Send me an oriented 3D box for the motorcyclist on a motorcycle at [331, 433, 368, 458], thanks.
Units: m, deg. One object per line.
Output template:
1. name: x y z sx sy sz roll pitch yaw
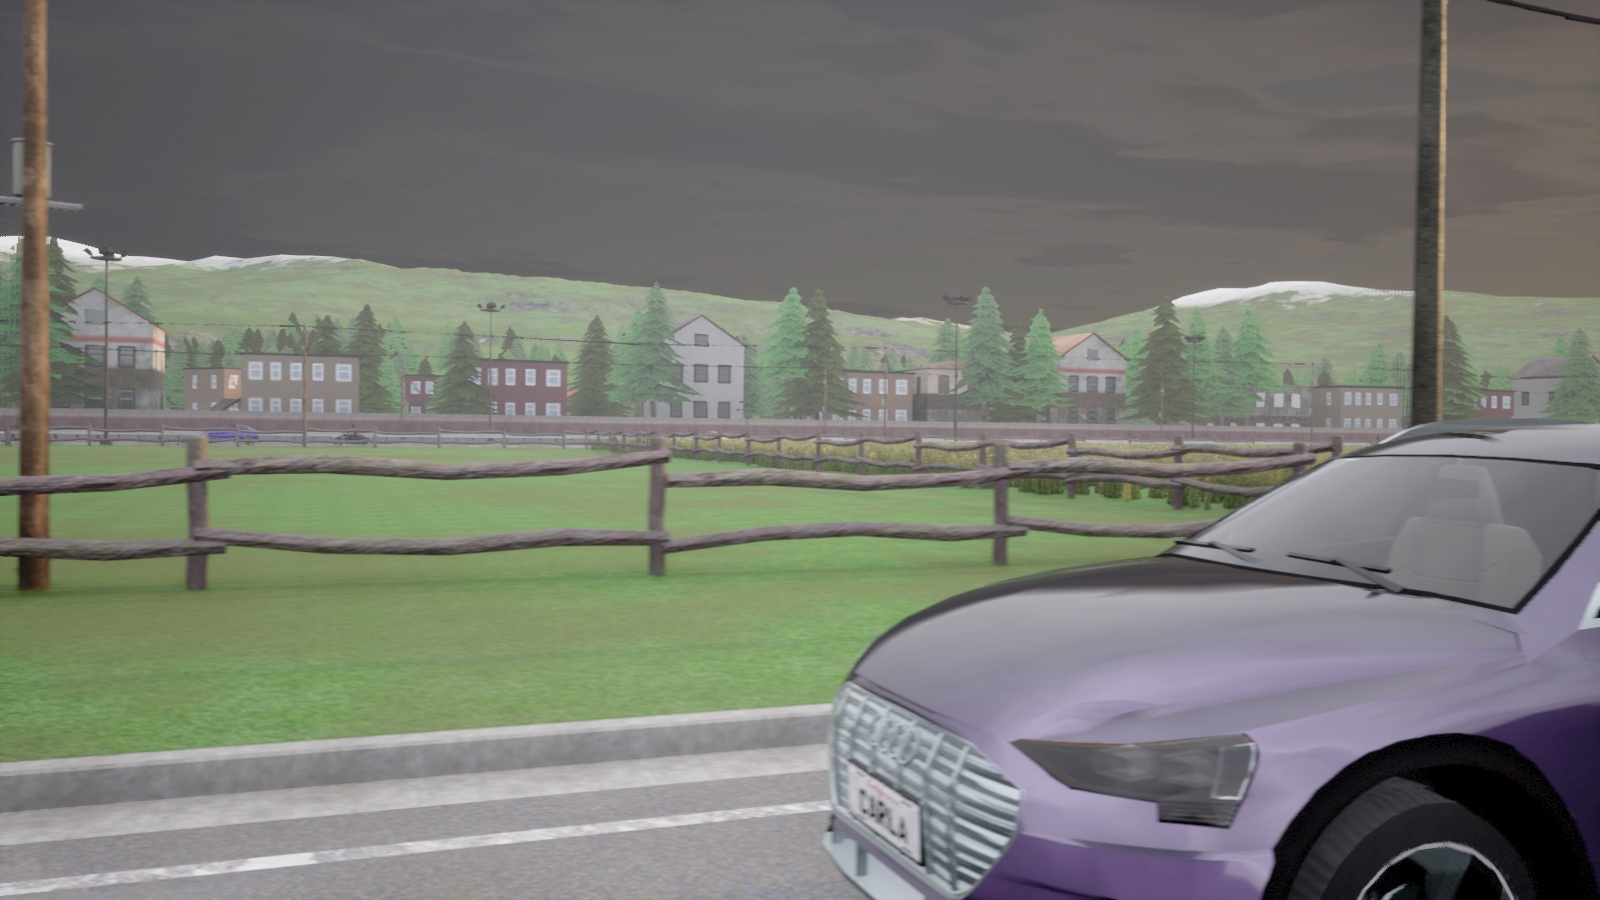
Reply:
1. motorcyclist on a motorcycle: -31.320 -0.332 87.339 2.350 1.649 0.766 -1 1 -21

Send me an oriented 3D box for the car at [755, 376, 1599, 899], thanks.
1. car: 2.486 0.637 4.182 4.856 1.649 2.033 -1 1 -21
